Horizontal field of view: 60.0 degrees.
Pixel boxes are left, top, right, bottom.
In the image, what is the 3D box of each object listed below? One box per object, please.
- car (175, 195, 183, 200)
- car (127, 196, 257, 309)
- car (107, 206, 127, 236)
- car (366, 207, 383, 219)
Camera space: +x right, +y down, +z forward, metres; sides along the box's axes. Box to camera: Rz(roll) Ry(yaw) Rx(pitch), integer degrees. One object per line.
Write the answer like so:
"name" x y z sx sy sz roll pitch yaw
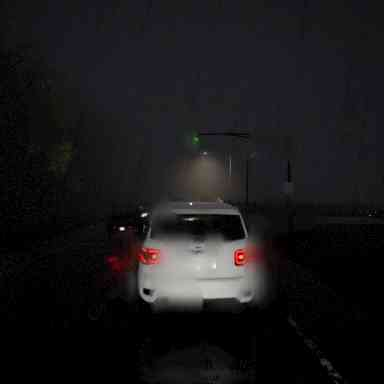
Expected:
"car" -3.491 1.553 91.613 1.994 1.385 4.181 0 0 0
"car" 0.102 1.225 8.013 2.150 2.045 5.566 0 0 0
"car" -3.397 1.512 18.606 1.837 1.490 4.892 0 0 0
"car" 19.296 1.816 31.081 5.357 1.411 2.033 1 -1 0
